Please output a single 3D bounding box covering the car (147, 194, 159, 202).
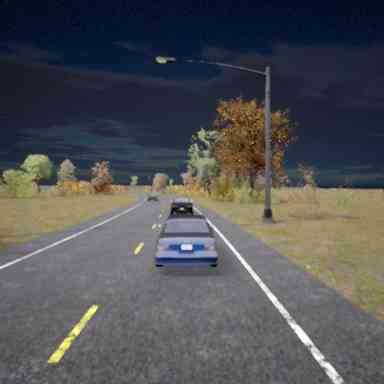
[{"bbox_3d":[-6.688,0.963,57.227,2.033,1.411,5.357,0,1,-5],"label":"car"}]

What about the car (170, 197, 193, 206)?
[{"bbox_3d":[-0.918,1.166,29.397,1.882,1.535,5.008,0,1,-3],"label":"car"}]

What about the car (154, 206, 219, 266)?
[{"bbox_3d":[-0.186,1.429,10.995,2.033,1.411,5.357,0,1,-1],"label":"car"}]
